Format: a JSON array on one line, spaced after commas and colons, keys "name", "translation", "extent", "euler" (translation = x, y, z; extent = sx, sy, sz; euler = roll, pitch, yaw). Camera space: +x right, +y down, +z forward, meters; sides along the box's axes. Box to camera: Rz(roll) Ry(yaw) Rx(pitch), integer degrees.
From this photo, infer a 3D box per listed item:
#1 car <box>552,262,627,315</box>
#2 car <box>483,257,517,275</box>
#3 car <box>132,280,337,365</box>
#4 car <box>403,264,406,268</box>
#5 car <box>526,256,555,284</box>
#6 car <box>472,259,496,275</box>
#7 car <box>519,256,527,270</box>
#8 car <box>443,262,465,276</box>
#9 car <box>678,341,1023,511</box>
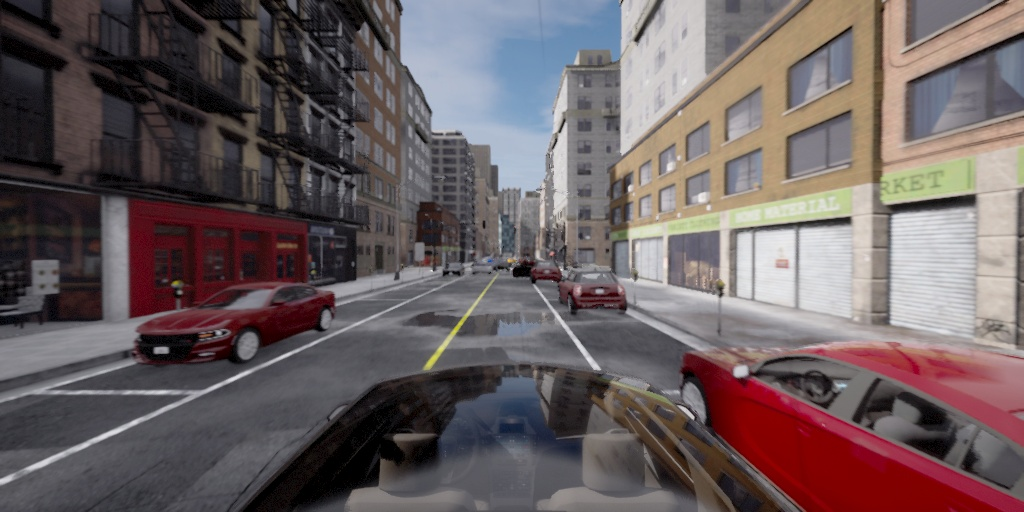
[{"name": "car", "translation": [2.852, 1.165, 13.552], "extent": [1.967, 1.591, 4.097], "euler": [0, 0, 0]}, {"name": "car", "translation": [-1.841, 1.200, 45.600], "extent": [2.128, 1.511, 4.902], "euler": [0, 0, 31]}, {"name": "car", "translation": [-5.671, 1.281, 8.053], "extent": [1.888, 1.381, 4.507], "euler": [0, 0, 0]}, {"name": "car", "translation": [-17.528, 1.415, 50.591], "extent": [4.718, 1.301, 1.895], "euler": [0, 1, 0]}, {"name": "car", "translation": [2.378, 1.057, 26.441], "extent": [2.097, 1.767, 4.553], "euler": [0, 0, 0]}, {"name": "car", "translation": [-3.033, 1.295, 37.196], "extent": [1.895, 1.301, 4.718], "euler": [0, 0, 0]}, {"name": "car", "translation": [2.835, 0.999, 62.411], "extent": [2.192, 1.841, 5.009], "euler": [0, 0, 0]}, {"name": "car", "translation": [-5.681, 1.261, 35.536], "extent": [1.948, 1.339, 4.313], "euler": [0, 0, 0]}, {"name": "car", "translation": [2.856, 1.293, 2.559], "extent": [1.888, 1.381, 4.507], "euler": [0, 0, 0]}]
